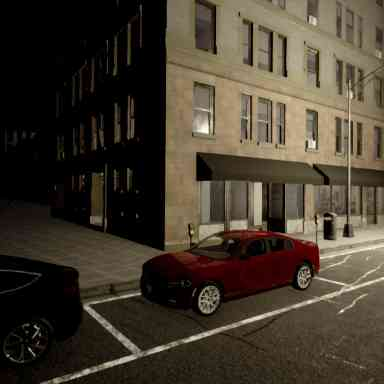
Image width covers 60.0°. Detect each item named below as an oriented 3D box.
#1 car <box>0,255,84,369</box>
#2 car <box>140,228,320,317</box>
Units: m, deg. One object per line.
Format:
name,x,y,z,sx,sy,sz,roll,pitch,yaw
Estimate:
car,-3.604,1.566,4.187,4.313,1.339,1.947,0,1,-35
car,1.017,1.545,7.477,4.507,1.381,1.887,0,1,-35
